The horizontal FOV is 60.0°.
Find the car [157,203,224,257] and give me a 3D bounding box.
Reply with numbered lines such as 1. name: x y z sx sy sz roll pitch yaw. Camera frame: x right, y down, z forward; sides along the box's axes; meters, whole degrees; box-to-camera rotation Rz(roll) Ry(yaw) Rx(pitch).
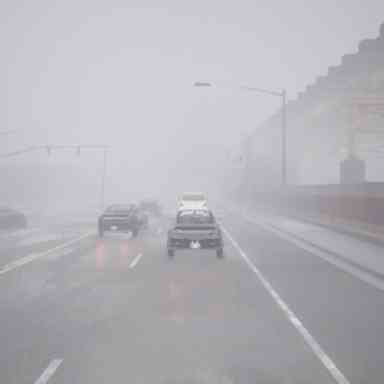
1. car: 0.101 1.383 12.395 2.128 1.511 4.902 0 1 0

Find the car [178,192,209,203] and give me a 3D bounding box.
1. car: 0.101 0.999 25.348 2.150 2.045 5.566 0 0 0

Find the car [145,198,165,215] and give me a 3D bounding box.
1. car: -3.403 1.266 27.235 1.837 1.490 4.892 0 0 0

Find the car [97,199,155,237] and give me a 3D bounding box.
1. car: -3.405 1.342 17.077 2.128 1.511 4.902 0 1 1

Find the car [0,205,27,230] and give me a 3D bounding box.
1. car: -10.549 1.410 17.526 1.994 1.385 4.181 0 0 1
